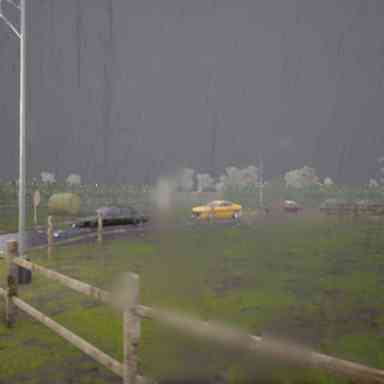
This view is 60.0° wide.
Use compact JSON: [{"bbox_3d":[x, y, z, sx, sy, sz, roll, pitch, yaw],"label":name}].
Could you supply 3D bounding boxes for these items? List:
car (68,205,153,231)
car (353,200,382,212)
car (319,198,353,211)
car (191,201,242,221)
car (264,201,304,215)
[{"bbox_3d":[-5.052,1.566,21.255,5.357,1.411,2.033,0,0,-44],"label":"car"},{"bbox_3d":[21.196,1.657,40.333,4.718,1.301,1.895,0,0,-37],"label":"car"},{"bbox_3d":[17.353,1.545,40.957,4.892,1.490,1.837,0,0,-38],"label":"car"},{"bbox_3d":[2.091,1.505,28.015,5.008,1.535,1.882,0,0,-42],"label":"car"},{"bbox_3d":[9.561,1.635,34.598,4.718,1.301,1.895,0,0,-40],"label":"car"}]
